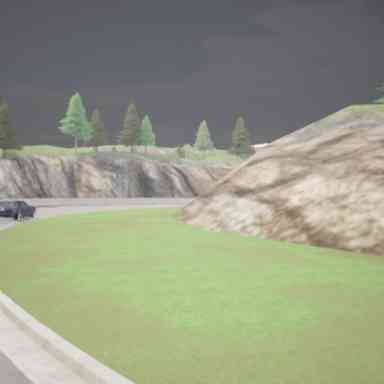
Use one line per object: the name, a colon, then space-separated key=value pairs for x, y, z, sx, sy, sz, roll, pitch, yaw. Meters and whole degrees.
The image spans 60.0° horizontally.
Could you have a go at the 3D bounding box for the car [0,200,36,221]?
car: x=-15.174 y=1.455 z=28.602 sx=2.097 sy=1.767 sz=4.553 roll=1 pitch=0 yaw=-4
